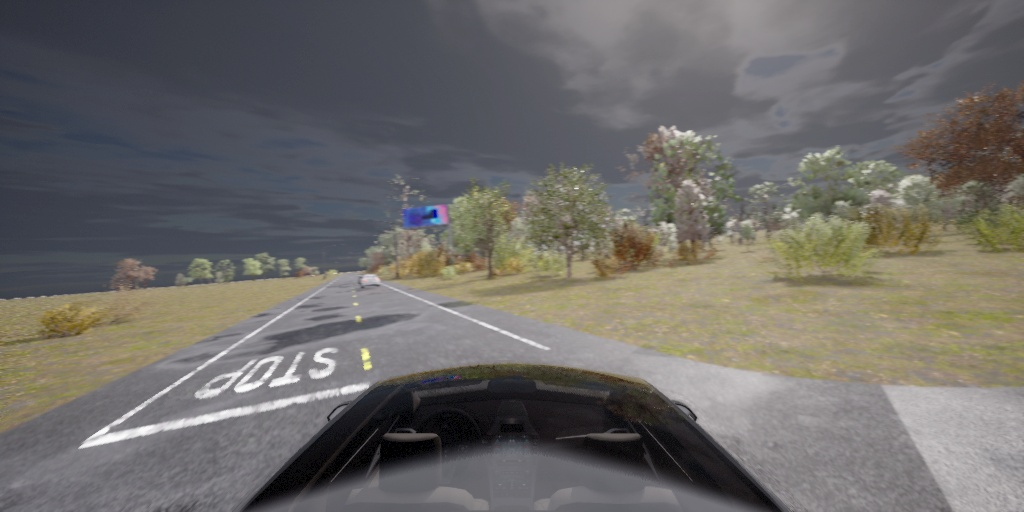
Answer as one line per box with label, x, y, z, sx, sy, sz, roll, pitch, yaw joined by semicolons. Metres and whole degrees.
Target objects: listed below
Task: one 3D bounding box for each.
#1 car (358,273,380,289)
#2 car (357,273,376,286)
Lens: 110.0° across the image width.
car;-15.819;2.785;39.973;1.812;1.442;4.674;-4;0;-24
car;-20.043;3.149;49.312;2.128;1.511;4.902;-4;0;-24
